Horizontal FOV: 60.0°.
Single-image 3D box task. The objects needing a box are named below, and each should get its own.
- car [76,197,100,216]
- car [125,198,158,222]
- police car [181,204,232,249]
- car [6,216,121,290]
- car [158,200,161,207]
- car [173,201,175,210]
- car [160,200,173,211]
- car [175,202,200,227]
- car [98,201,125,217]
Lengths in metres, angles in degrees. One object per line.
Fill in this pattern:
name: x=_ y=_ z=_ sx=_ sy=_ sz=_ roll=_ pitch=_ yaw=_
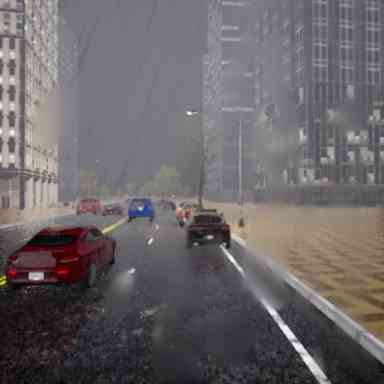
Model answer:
car: x=-12.117 y=1.653 z=39.327 sx=2.150 sy=2.045 sz=5.566 roll=0 pitch=0 yaw=-6
car: x=-4.503 y=1.547 z=30.229 sx=2.150 sy=2.045 sz=5.566 roll=0 pitch=-1 yaw=-5
police car: x=0.610 y=1.591 z=15.634 sx=1.930 sy=1.638 sz=5.238 roll=0 pitch=-1 yaw=-3
car: x=-3.346 y=1.628 z=9.303 sx=1.812 sy=1.442 sz=4.674 roll=0 pitch=-1 yaw=-2
car: x=-5.808 y=2.241 z=65.093 sx=1.812 sy=1.442 sz=4.674 roll=0 pitch=-1 yaw=-10
car: x=-0.455 y=1.689 z=31.713 sx=2.097 sy=1.767 sz=4.553 roll=0 pitch=-1 yaw=-5
car: x=-3.319 y=2.058 z=49.274 sx=1.812 sy=1.442 sz=4.674 roll=0 pitch=-1 yaw=-8
car: x=0.028 y=1.623 z=25.637 sx=2.097 sy=1.767 sz=4.553 roll=0 pitch=-1 yaw=-4
car: x=-8.525 y=1.958 z=36.162 sx=1.994 sy=1.385 sz=4.181 roll=0 pitch=-1 yaw=-6
